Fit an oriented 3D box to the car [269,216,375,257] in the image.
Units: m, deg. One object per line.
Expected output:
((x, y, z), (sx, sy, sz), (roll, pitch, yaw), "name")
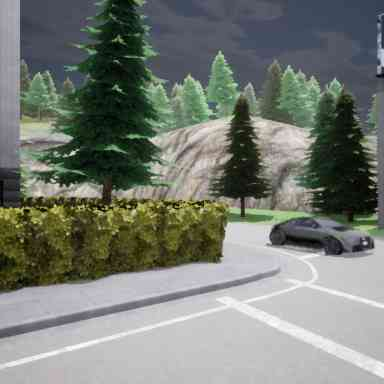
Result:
((5.312, 1.740, 14.068), (1.994, 1.385, 4.181), (0, 0, -36), "car")
